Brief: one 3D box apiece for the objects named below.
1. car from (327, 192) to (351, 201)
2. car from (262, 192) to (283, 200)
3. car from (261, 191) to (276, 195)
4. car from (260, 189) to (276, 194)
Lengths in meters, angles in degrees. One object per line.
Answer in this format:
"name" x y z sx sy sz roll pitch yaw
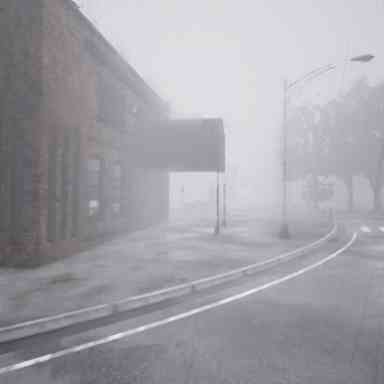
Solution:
"car" 38.427 1.431 85.825 5.008 1.535 2.097 0 4 -9
"car" 21.410 1.400 86.814 4.674 1.452 2.002 -2 3 -11
"car" 21.879 1.202 89.732 4.792 1.488 2.163 -2 3 -11
"car" 22.321 0.860 92.628 4.553 1.767 2.185 -2 4 -11
